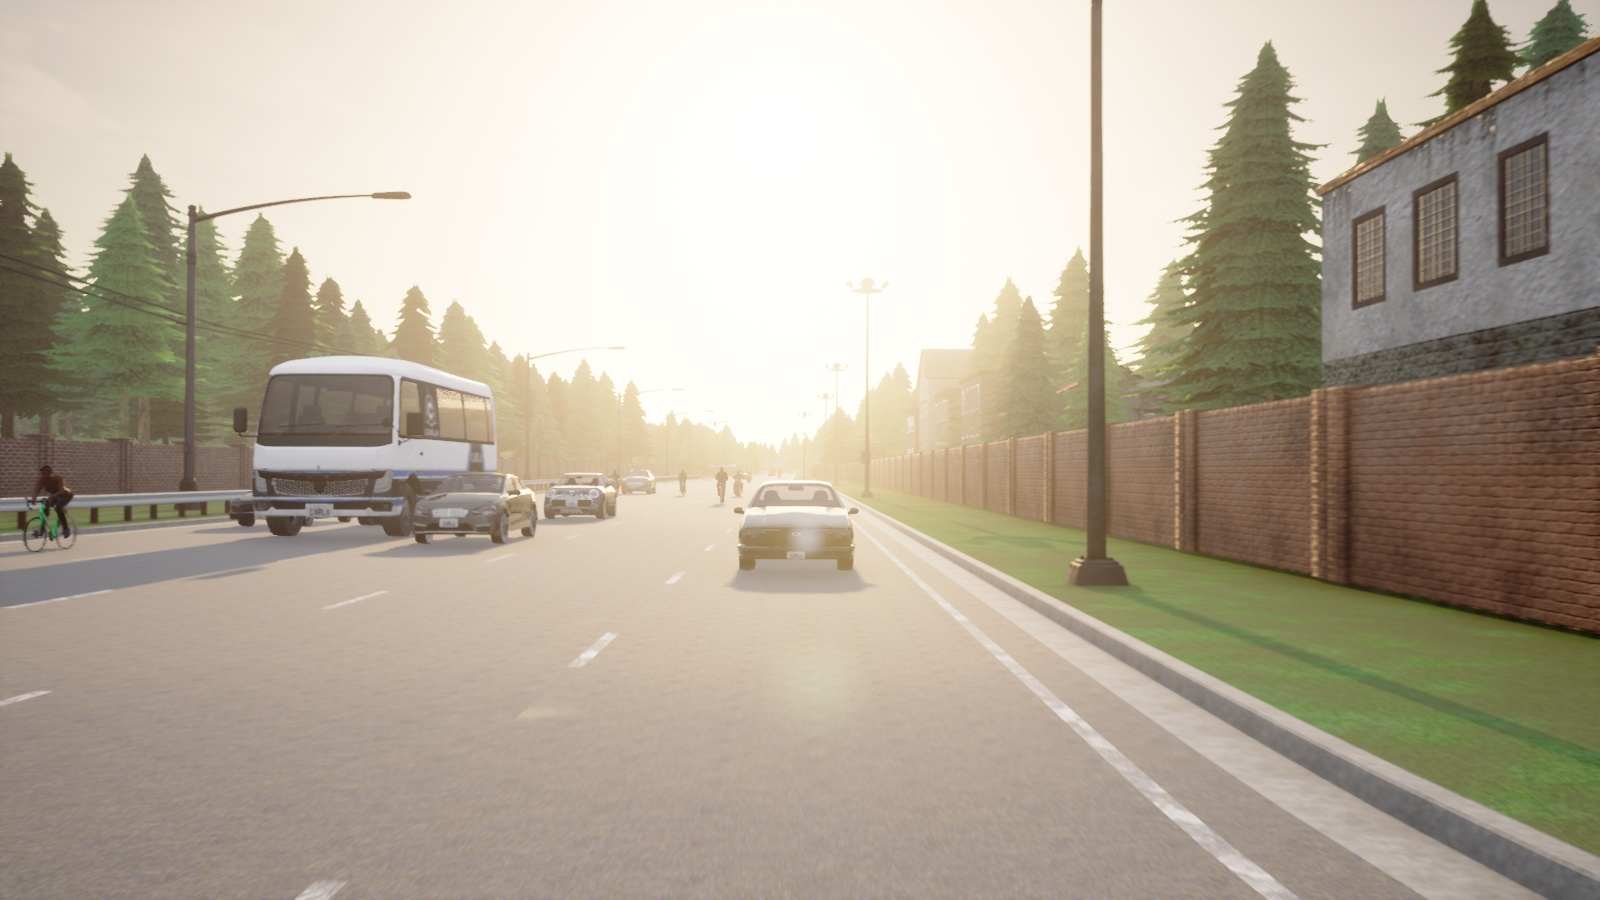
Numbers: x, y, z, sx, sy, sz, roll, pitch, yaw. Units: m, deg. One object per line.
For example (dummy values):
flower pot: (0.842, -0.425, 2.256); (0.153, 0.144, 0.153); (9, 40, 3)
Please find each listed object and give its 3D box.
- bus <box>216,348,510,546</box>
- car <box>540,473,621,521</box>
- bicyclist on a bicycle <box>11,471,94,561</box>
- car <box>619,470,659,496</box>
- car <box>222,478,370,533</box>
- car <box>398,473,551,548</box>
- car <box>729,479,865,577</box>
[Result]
bus: (-10.584, 0.018, 32.152); (3.944, 4.253, 10.273); (0, -1, 0)
car: (-7.100, 1.494, 41.003); (1.970, 1.475, 3.806); (0, -1, 0)
bicyclist on a bicycle: (-14.058, 1.220, 23.673); (0.582, 1.620, 1.656); (0, -1, 0)
car: (-10.704, 2.190, 83.879); (2.033, 1.649, 4.856); (0, -1, 0)
car: (-14.086, 1.512, 35.490); (2.033, 1.411, 5.357); (0, -1, 0)
car: (-7.068, 1.264, 27.819); (2.128, 1.511, 4.902); (0, -1, 0)
car: (-0.052, 1.220, 21.391); (2.033, 1.411, 5.357); (0, -1, 0)
